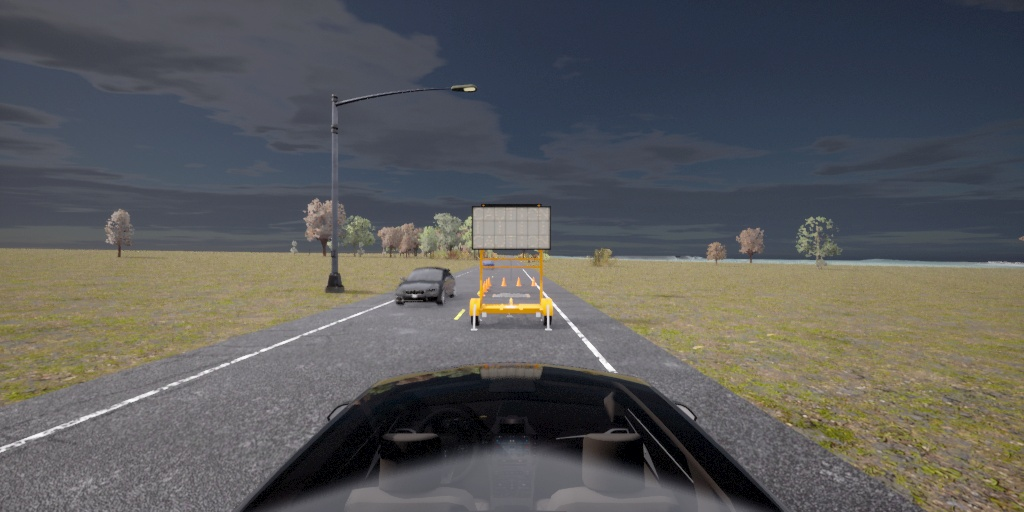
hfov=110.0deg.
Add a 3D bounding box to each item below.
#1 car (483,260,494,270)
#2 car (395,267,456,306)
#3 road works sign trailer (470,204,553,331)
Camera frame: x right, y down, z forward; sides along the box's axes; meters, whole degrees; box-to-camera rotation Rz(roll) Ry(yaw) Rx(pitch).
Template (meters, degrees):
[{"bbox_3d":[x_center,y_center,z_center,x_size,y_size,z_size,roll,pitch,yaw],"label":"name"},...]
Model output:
[{"bbox_3d":[-3.627,1.227,52.478,1.882,1.535,5.008,0,0,0],"label":"car"},{"bbox_3d":[-3.635,1.255,15.788,1.837,1.490,4.892,0,0,0],"label":"car"},{"bbox_3d":[-0.023,0.214,11.023,2.380,3.560,2.880,0,0,0],"label":"road works sign trailer"}]
